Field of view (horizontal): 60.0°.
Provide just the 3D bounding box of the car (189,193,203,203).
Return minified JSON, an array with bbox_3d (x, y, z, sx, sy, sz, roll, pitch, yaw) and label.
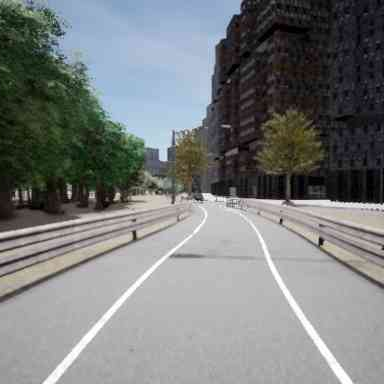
[{"bbox_3d":[0.759,1.169,69.856,2.150,2.045,5.566,0,0,-12],"label":"car"}]
